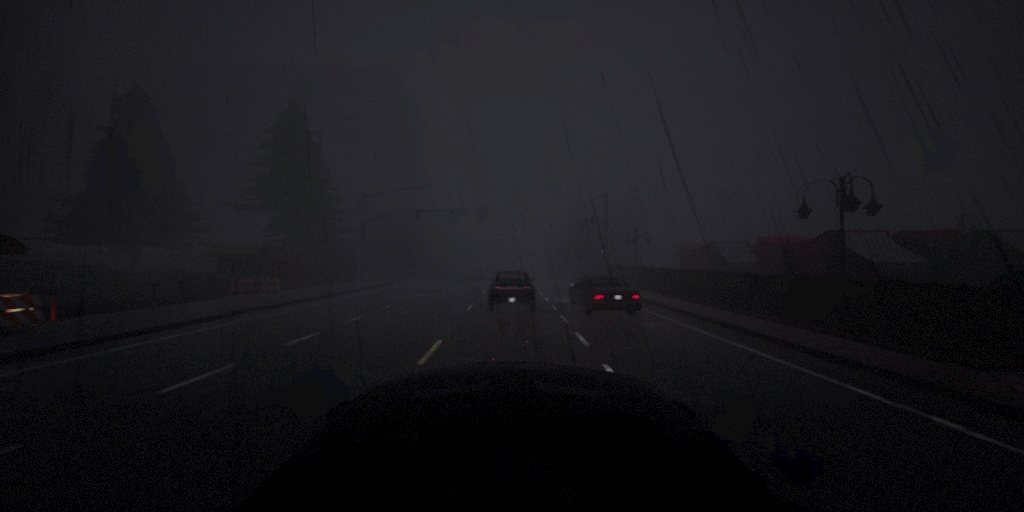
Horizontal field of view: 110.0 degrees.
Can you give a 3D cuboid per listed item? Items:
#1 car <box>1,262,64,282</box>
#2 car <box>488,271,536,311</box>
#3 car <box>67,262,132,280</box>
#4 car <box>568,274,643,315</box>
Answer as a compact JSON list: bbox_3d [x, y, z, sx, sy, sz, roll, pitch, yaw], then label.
[{"bbox_3d":[-51.852,1.696,38.280,4.902,1.511,2.128,0,-1,1],"label":"car"},{"bbox_3d":[0.011,1.393,15.336,2.128,1.511,4.902,0,0,0],"label":"car"},{"bbox_3d":[-47.923,1.595,41.750,4.553,1.767,2.097,0,-1,1],"label":"car"},{"bbox_3d":[3.502,1.437,14.338,2.033,1.411,5.357,0,-1,0],"label":"car"}]
